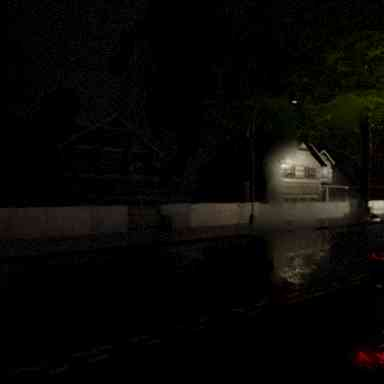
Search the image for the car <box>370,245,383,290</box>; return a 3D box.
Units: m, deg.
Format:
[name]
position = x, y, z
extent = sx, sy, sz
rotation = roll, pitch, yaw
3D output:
[car]
position = 6.173, 1.515, 7.852
extent = 5.008, 1.535, 1.882
rotation = 0, 0, -36
